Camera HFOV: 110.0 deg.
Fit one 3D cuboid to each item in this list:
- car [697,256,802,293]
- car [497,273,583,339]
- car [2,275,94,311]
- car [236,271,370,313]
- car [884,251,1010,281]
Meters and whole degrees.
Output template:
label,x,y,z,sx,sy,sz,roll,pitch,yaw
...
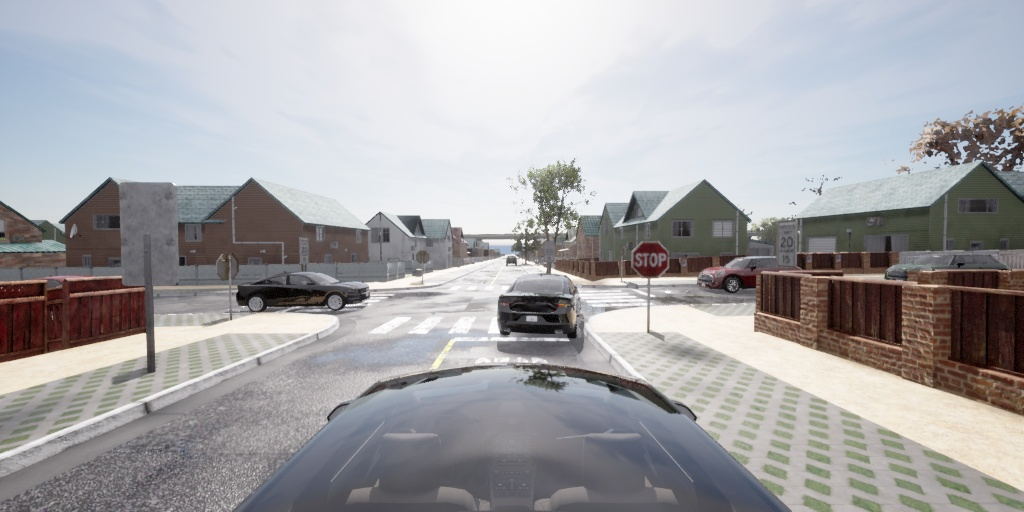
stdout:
label,x,y,z,sx,sy,sz,roll,pitch,yaw
car,11.787,0.820,17.902,4.553,1.767,2.097,-1,2,0
car,0.948,1.224,10.279,1.882,1.535,5.008,0,0,12
car,-18.037,1.547,14.719,5.008,1.535,1.882,-1,2,0
car,-8.484,1.377,14.794,5.008,1.535,1.882,-1,2,0
car,21.682,0.646,17.985,4.553,1.767,2.097,-1,2,0
